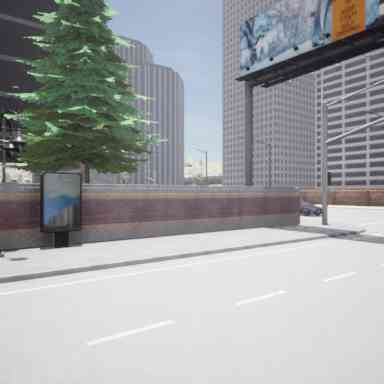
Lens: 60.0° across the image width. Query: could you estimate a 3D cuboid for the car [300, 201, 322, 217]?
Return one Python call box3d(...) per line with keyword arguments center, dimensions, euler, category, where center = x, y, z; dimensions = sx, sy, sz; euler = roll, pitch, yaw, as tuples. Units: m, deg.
box3d(center=(10.431, 1.562, 31.894), dimensions=(1.994, 1.385, 4.181), euler=(0, 0, -35), category="car")
